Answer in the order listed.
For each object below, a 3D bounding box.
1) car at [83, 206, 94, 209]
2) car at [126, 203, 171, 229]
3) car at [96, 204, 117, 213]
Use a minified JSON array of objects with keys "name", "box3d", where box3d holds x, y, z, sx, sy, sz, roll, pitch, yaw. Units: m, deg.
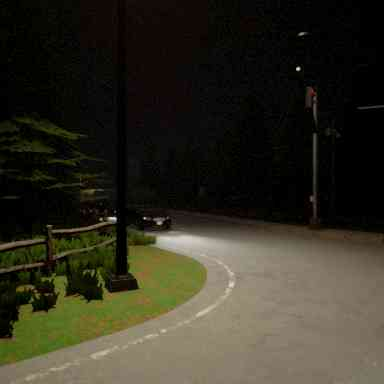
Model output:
[{"name":"car","box3d":[-12.809,1.451,42.750,1.882,1.535,5.008,0,0,-24]},{"name":"car","box3d":[-2.865,1.465,20.681,2.128,1.511,4.902,0,0,-26]},{"name":"car","box3d":[-7.434,1.537,30.677,1.994,1.385,4.181,0,0,-24]}]
